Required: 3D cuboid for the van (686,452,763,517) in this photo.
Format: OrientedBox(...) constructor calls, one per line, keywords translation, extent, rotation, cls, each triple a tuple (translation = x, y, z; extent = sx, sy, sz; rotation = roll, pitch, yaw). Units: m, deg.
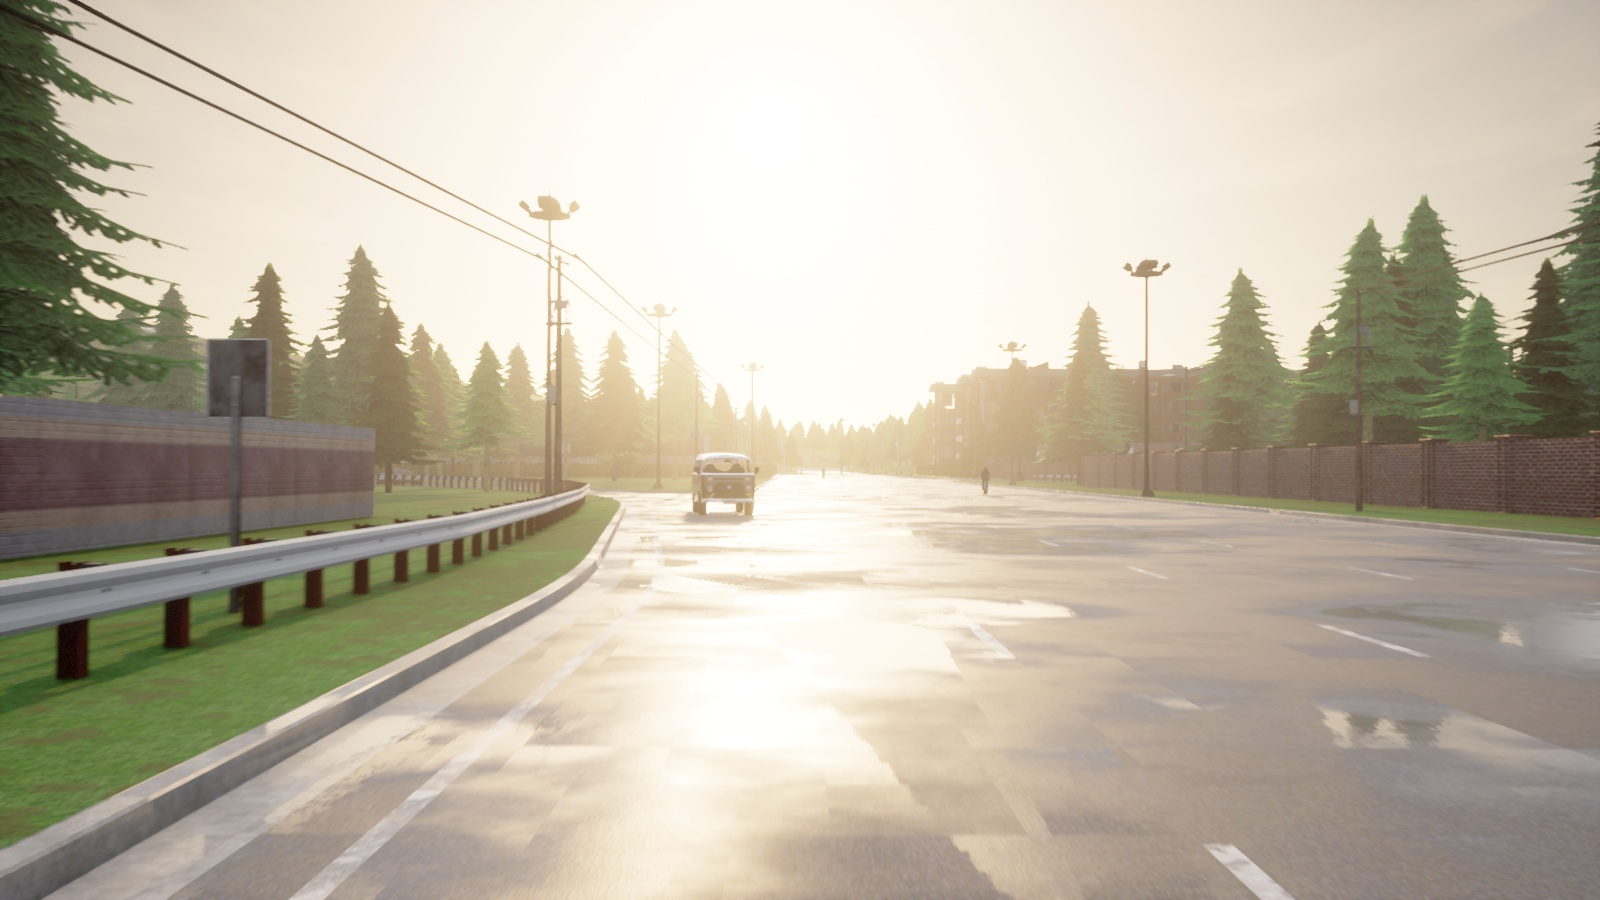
OrientedBox(translation=(-2.569, 1.115, 41.777), extent=(2.069, 2.038, 4.480), rotation=(0, -1, -10), cls="van")
